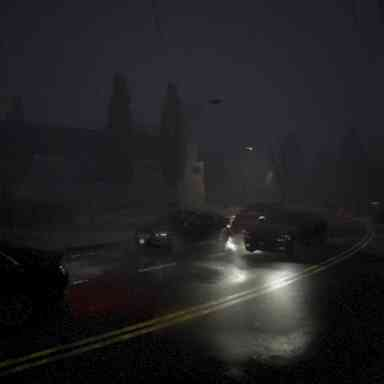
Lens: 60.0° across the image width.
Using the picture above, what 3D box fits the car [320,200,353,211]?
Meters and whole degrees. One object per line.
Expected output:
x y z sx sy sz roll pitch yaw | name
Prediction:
17.314 1.593 40.723 1.895 1.301 4.718 0 0 1 | car

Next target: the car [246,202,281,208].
3.850 1.365 18.513 2.097 1.767 4.553 0 0 33 | car

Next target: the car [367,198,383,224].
14.474 1.487 24.407 1.837 1.490 4.892 0 0 20 | car

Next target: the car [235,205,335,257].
3.900 1.483 13.262 1.882 1.535 5.008 0 0 38 | car

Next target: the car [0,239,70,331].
-4.550 1.533 5.333 4.892 1.490 1.837 0 0 -37 | car

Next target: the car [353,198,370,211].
20.752 1.469 39.322 2.128 1.511 4.902 0 0 2 | car

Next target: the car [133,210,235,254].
-0.205 1.514 13.851 2.128 1.511 4.902 0 0 41 | car
